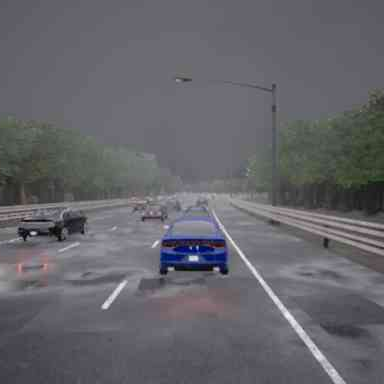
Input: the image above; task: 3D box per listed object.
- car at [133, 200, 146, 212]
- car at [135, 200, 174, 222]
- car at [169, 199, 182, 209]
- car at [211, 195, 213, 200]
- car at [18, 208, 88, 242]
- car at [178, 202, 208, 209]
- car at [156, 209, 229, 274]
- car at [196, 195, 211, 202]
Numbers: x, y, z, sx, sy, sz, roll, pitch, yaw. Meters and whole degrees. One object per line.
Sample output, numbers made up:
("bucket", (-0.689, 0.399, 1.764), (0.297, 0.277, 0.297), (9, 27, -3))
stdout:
("car", (-6.037, 1.702, 41.376), (1.812, 1.442, 4.674), (0, 0, 3))
("car", (-2.996, 1.675, 27.645), (2.033, 1.411, 5.357), (0, 0, 2))
("car", (-2.431, 1.678, 43.202), (2.128, 1.511, 4.902), (0, 0, 3))
("car", (3.641, 1.772, 84.476), (1.882, 1.535, 5.008), (0, 0, 5))
("car", (-6.760, 1.570, 16.743), (2.128, 1.511, 4.902), (0, 0, 1))
("car", (0.308, 1.682, 23.935), (1.994, 1.385, 4.181), (0, 0, 1))
("car", (0.072, 1.532, 10.831), (1.882, 1.535, 5.008), (0, 0, 1))
("car", (1.891, 1.598, 60.642), (2.097, 1.767, 4.553), (0, 0, 4))
